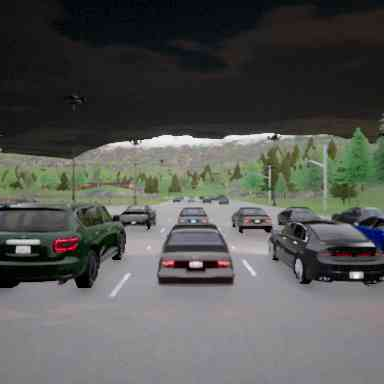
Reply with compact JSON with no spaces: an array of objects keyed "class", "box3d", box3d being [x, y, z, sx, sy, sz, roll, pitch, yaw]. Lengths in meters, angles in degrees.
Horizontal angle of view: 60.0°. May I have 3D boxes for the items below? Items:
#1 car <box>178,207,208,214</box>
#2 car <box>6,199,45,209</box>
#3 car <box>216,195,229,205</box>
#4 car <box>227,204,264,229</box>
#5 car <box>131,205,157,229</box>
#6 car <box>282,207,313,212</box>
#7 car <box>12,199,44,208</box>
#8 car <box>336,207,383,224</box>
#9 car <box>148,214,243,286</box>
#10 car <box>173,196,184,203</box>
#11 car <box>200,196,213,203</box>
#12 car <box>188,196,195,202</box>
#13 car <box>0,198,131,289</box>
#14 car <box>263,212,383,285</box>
[{"class":"car","box3d":[0.064,1.642,20.500,2.033,1.411,5.357,0,0,0]},{"class":"car","box3d":[-24.816,1.733,49.593,4.892,1.490,1.837,0,0,0]},{"class":"car","box3d":[6.432,1.802,67.441,2.128,1.511,4.902,0,0,5]},{"class":"car","box3d":[3.561,1.642,20.513,2.033,1.411,5.357,0,0,0]},{"class":"car","box3d":[-3.439,1.594,22.030,2.128,1.511,4.902,0,0,0]},{"class":"car","box3d":[7.058,1.667,22.246,1.994,1.385,4.181,0,0,0]},{"class":"car","box3d":[-26.086,1.808,53.083,4.181,1.385,1.994,0,0,-1]},{"class":"car","box3d":[7.080,1.533,11.809,1.882,1.535,5.008,0,0,0]},{"class":"car","box3d":[0.083,1.592,9.556,2.033,1.411,5.357,0,0,0]},{"class":"car","box3d":[-3.656,1.909,83.402,2.128,1.511,4.902,0,0,0]},{"class":"car","box3d":[3.347,1.880,77.394,1.812,1.442,4.674,0,0,0]},{"class":"car","box3d":[-0.159,1.988,85.445,1.895,1.301,4.718,0,0,0]},{"class":"car","box3d":[-3.418,1.267,9.430,2.150,2.045,5.566,0,0,0]},{"class":"car","box3d":[3.568,1.551,9.630,1.837,1.490,4.892,0,0,0]}]
